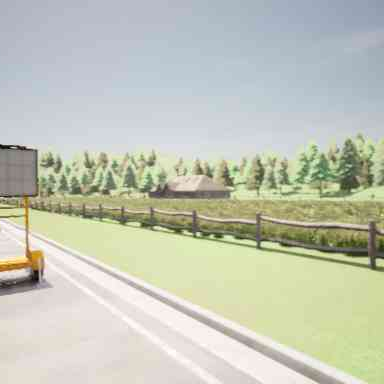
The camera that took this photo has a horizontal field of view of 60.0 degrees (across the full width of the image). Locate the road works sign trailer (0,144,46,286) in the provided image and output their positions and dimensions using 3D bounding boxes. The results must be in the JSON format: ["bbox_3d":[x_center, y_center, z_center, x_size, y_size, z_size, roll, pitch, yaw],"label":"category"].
[{"bbox_3d":[-5.357,0.542,8.720,2.380,3.560,2.880,-1,0,-36],"label":"road works sign trailer"}]
